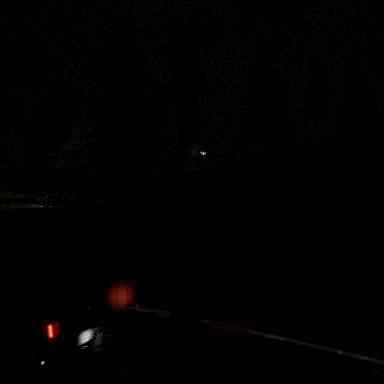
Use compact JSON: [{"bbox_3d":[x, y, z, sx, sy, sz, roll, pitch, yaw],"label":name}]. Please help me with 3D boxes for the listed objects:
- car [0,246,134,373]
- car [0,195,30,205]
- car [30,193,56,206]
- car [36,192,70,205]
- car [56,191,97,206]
[{"bbox_3d":[-3.369,1.548,5.202,4.718,1.301,1.895,1,0,25],"label":"car"},{"bbox_3d":[-25.384,1.139,48.466,1.895,1.301,4.718,1,0,22],"label":"car"},{"bbox_3d":[-19.155,1.163,45.183,1.994,1.385,4.181,1,0,22],"label":"car"},{"bbox_3d":[-20.931,0.909,50.164,2.097,1.767,4.553,1,1,22],"label":"car"},{"bbox_3d":[-15.312,0.847,45.380,2.150,2.045,5.566,1,0,22],"label":"car"}]
